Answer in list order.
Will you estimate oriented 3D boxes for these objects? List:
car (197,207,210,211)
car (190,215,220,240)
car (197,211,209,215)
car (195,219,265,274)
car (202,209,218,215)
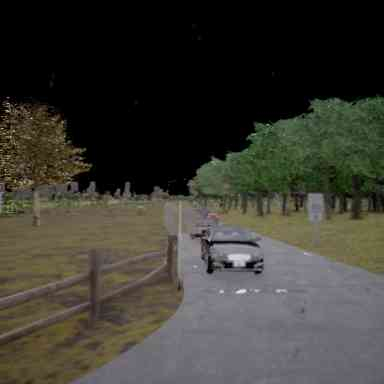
[{"bbox_3d":[2.094,3.653,57.804,2.150,2.045,5.566,1,-2,-3],"label":"car"},{"bbox_3d":[0.881,2.523,23.062,1.994,1.385,4.181,1,-3,-3],"label":"car"},{"bbox_3d":[0.280,3.017,35.188,2.033,1.411,5.357,1,-2,-3],"label":"car"},{"bbox_3d":[1.366,2.002,12.443,2.128,1.511,4.902,1,-2,-1],"label":"car"},{"bbox_3d":[2.694,3.468,45.734,1.812,1.442,4.674,1,-2,-3],"label":"car"}]
